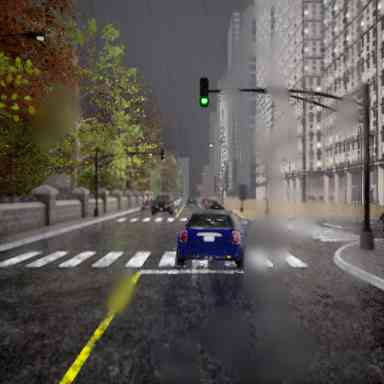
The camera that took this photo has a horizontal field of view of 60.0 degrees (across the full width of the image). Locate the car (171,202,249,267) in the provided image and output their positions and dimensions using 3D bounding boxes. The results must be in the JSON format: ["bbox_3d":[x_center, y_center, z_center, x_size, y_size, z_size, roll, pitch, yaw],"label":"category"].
[{"bbox_3d":[0.900,1.403,11.908,2.097,1.767,4.553,0,0,11],"label":"car"}]

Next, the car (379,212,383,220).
[{"bbox_3d":[15.265,1.364,21.712,5.357,1.411,2.033,-1,0,0],"label":"car"}]

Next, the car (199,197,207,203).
[{"bbox_3d":[2.686,1.971,83.554,2.008,1.369,4.403,0,0,0],"label":"car"}]

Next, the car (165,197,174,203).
[{"bbox_3d":[-5.694,1.965,83.553,1.887,1.381,4.507,0,0,0],"label":"car"}]

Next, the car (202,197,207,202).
[{"bbox_3d":[2.689,1.771,44.128,1.947,1.339,4.313,0,0,0],"label":"car"}]

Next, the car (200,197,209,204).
[{"bbox_3d":[2.687,1.795,72.290,1.967,1.590,4.097,0,0,0],"label":"car"}]

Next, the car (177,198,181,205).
[{"bbox_3d":[-3.071,1.767,51.295,1.812,1.442,4.674,0,-1,0],"label":"car"}]

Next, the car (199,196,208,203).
[{"bbox_3d":[2.687,1.827,77.922,1.967,1.590,4.097,0,0,0],"label":"car"}]

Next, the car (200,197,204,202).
[{"bbox_3d":[2.688,1.799,49.761,1.947,1.339,4.313,0,0,0],"label":"car"}]

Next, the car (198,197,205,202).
[{"bbox_3d":[2.685,2.068,94.818,1.802,1.307,4.206,0,0,0],"label":"car"}]

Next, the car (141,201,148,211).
[{"bbox_3d":[-5.692,1.787,44.127,1.802,1.307,4.206,0,0,0],"label":"car"}]

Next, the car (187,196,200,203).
[{"bbox_3d":[-0.005,1.670,65.682,2.097,1.767,4.553,0,0,0],"label":"car"}]

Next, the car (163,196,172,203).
[{"bbox_3d":[-5.693,1.828,77.921,1.967,1.590,4.097,0,0,0],"label":"car"}]

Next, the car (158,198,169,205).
[{"bbox_3d":[-5.692,1.848,66.488,1.752,1.417,4.829,0,0,0],"label":"car"}]

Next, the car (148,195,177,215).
[{"bbox_3d":[-3.098,1.385,36.290,2.150,2.045,5.566,0,0,0],"label":"car"}]

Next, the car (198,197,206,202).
[{"bbox_3d":[2.686,2.004,89.186,2.008,1.369,4.403,0,0,0],"label":"car"}]

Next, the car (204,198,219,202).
[{"bbox_3d":[2.689,1.743,38.495,1.947,1.339,4.313,0,0,0],"label":"car"}]

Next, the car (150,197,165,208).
[{"bbox_3d":[-5.692,1.703,55.393,1.967,1.590,4.097,0,0,0],"label":"car"}]

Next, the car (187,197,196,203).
[{"bbox_3d":[-0.005,1.802,75.781,1.994,1.385,4.181,0,0,0],"label":"car"}]

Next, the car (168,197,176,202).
[{"bbox_3d":[-5.695,2.031,94.818,1.887,1.381,4.507,0,0,0],"label":"car"}]
